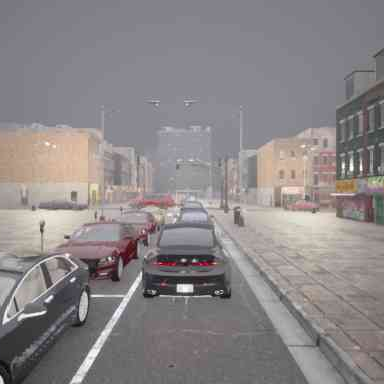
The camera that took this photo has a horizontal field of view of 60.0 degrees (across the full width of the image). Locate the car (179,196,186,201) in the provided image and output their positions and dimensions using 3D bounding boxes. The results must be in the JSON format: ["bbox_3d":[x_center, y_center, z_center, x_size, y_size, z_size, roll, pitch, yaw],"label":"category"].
[{"bbox_3d":[-2.573,1.762,90.884,1.887,1.381,4.507,0,0,0],"label":"car"}]

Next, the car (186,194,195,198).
[{"bbox_3d":[0.054,1.696,79.286,1.812,1.442,4.674,0,0,0],"label":"car"}]

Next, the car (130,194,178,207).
[{"bbox_3d":[-4.908,1.253,40.911,5.566,2.045,2.150,0,0,0],"label":"car"}]

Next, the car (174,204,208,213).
[{"bbox_3d":[0.104,1.536,15.928,1.812,1.442,4.674,0,0,0],"label":"car"}]

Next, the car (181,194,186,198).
[{"bbox_3d":[-2.594,1.414,58.220,2.192,1.841,5.009,0,0,0],"label":"car"}]

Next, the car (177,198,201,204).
[{"bbox_3d":[0.041,1.502,26.197,1.882,1.535,5.008,0,0,0],"label":"car"}]

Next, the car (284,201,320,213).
[{"bbox_3d":[13.510,1.786,40.989,4.181,1.385,1.994,1,0,0],"label":"car"}]

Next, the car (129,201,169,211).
[{"bbox_3d":[-2.619,1.541,20.648,1.752,1.417,4.829,0,0,0],"label":"car"}]

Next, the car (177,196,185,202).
[{"bbox_3d":[-2.581,1.699,79.825,1.752,1.417,4.829,0,0,0],"label":"car"}]

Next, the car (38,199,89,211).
[{"bbox_3d":[-14.627,1.490,37.948,5.357,1.411,2.033,0,0,2],"label":"car"}]

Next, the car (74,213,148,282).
[{"bbox_3d":[-2.626,1.549,9.830,1.887,1.381,4.507,0,0,0],"label":"car"}]

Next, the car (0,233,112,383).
[{"bbox_3d":[-2.630,1.552,4.336,2.008,1.369,4.403,0,0,0],"label":"car"}]

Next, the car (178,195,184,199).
[{"bbox_3d":[-2.599,1.609,52.606,1.752,1.417,4.829,0,0,0],"label":"car"}]

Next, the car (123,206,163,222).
[{"bbox_3d":[-2.623,1.554,15.325,1.887,1.381,4.507,0,0,0],"label":"car"}]

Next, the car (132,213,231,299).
[{"bbox_3d":[-0.071,1.508,8.484,1.837,1.490,4.892,0,0,1],"label":"car"}]
